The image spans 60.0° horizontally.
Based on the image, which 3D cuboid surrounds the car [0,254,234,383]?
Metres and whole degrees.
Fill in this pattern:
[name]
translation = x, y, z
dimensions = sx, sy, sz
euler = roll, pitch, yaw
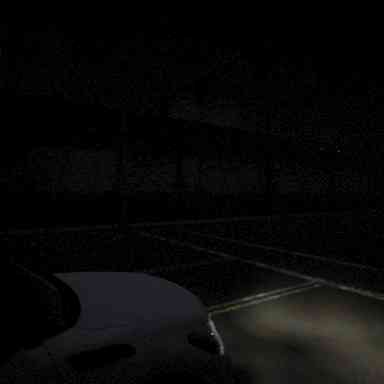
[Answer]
[car]
translation = -2.287, 1.219, 2.145
dimensions = 5.566, 2.045, 2.150
euler = 0, 0, -35
